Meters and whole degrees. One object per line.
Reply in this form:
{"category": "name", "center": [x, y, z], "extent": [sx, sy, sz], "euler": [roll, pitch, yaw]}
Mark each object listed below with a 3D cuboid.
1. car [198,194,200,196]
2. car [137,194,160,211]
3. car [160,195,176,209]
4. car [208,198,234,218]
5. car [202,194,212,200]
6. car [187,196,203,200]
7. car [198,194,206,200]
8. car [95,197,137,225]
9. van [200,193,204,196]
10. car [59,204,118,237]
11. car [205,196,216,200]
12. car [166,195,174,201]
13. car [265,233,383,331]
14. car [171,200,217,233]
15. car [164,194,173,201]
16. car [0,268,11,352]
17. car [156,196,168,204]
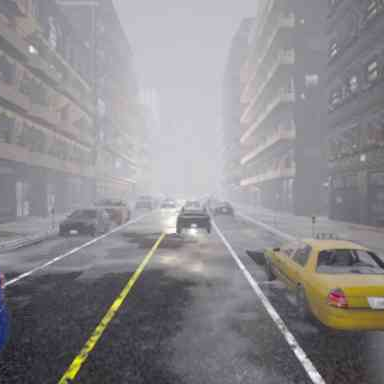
{"category": "car", "center": [2.701, 1.526, 75.023], "extent": [1.802, 1.307, 4.206], "euler": [1, 0, 0]}
{"category": "car", "center": [-5.672, 1.280, 40.854], "extent": [2.192, 1.841, 5.009], "euler": [1, 0, 0]}
{"category": "car", "center": [-3.081, 1.510, 44.324], "extent": [2.033, 1.411, 5.357], "euler": [0, 0, 0]}
{"category": "car", "center": [2.703, 1.540, 29.545], "extent": [1.947, 1.339, 4.313], "euler": [1, 0, 0]}
{"category": "car", "center": [2.705, 1.401, 46.599], "extent": [1.967, 1.590, 4.097], "euler": [1, 0, 0]}
{"category": "car", "center": [0.099, 1.562, 45.659], "extent": [1.895, 1.301, 4.718], "euler": [0, 0, 0]}
{"category": "car", "center": [2.702, 1.377, 92.077], "extent": [1.967, 1.590, 4.097], "euler": [1, 0, 0]}
{"category": "car", "center": [-5.671, 1.293, 23.800], "extent": [2.192, 1.841, 5.009], "euler": [1, 0, 0]}
{"category": "van", "center": [2.706, 1.294, 57.969], "extent": [1.690, 1.788, 3.998], "euler": [1, 0, 0]}
{"category": "car", "center": [-5.676, 1.549, 18.116], "extent": [1.947, 1.339, 4.313], "euler": [1, 0, 0]}
{"category": "car", "center": [2.704, 1.495, 35.400], "extent": [1.752, 1.417, 4.829], "euler": [1, 0, 0]}
{"category": "car", "center": [-5.647, 1.505, 86.332], "extent": [1.947, 1.339, 4.313], "euler": [1, 0, 0]}
{"category": "car", "center": [2.705, 1.519, 6.977], "extent": [1.752, 1.417, 4.829], "euler": [1, 0, 0]}
{"category": "car", "center": [0.100, 1.473, 19.325], "extent": [2.128, 1.511, 4.902], "euler": [0, 0, 0]}
{"category": "car", "center": [-5.644, 1.381, 80.647], "extent": [1.967, 1.590, 4.097], "euler": [1, 0, 0]}
{"category": "car", "center": [-3.099, 1.220, 1.441], "extent": [2.150, 2.045, 5.566], "euler": [0, 0, 0]}
{"category": "car", "center": [-5.668, 1.500, 63.593], "extent": [2.008, 1.369, 4.403], "euler": [1, 0, 0]}
